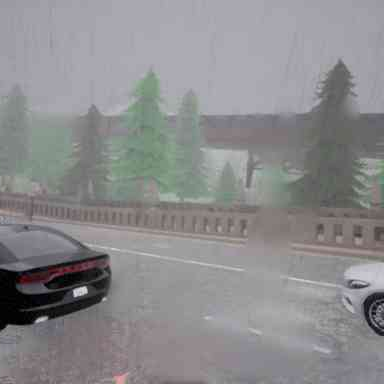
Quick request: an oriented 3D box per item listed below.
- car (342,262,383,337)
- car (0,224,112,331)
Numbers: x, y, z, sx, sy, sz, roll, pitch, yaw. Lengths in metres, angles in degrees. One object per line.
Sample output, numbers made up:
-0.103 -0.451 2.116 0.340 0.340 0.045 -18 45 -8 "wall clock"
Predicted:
4.769 1.541 4.890 4.674 1.442 1.812 1 1 35 "car"
-3.772 1.390 6.680 5.008 1.535 1.882 1 0 35 "car"
